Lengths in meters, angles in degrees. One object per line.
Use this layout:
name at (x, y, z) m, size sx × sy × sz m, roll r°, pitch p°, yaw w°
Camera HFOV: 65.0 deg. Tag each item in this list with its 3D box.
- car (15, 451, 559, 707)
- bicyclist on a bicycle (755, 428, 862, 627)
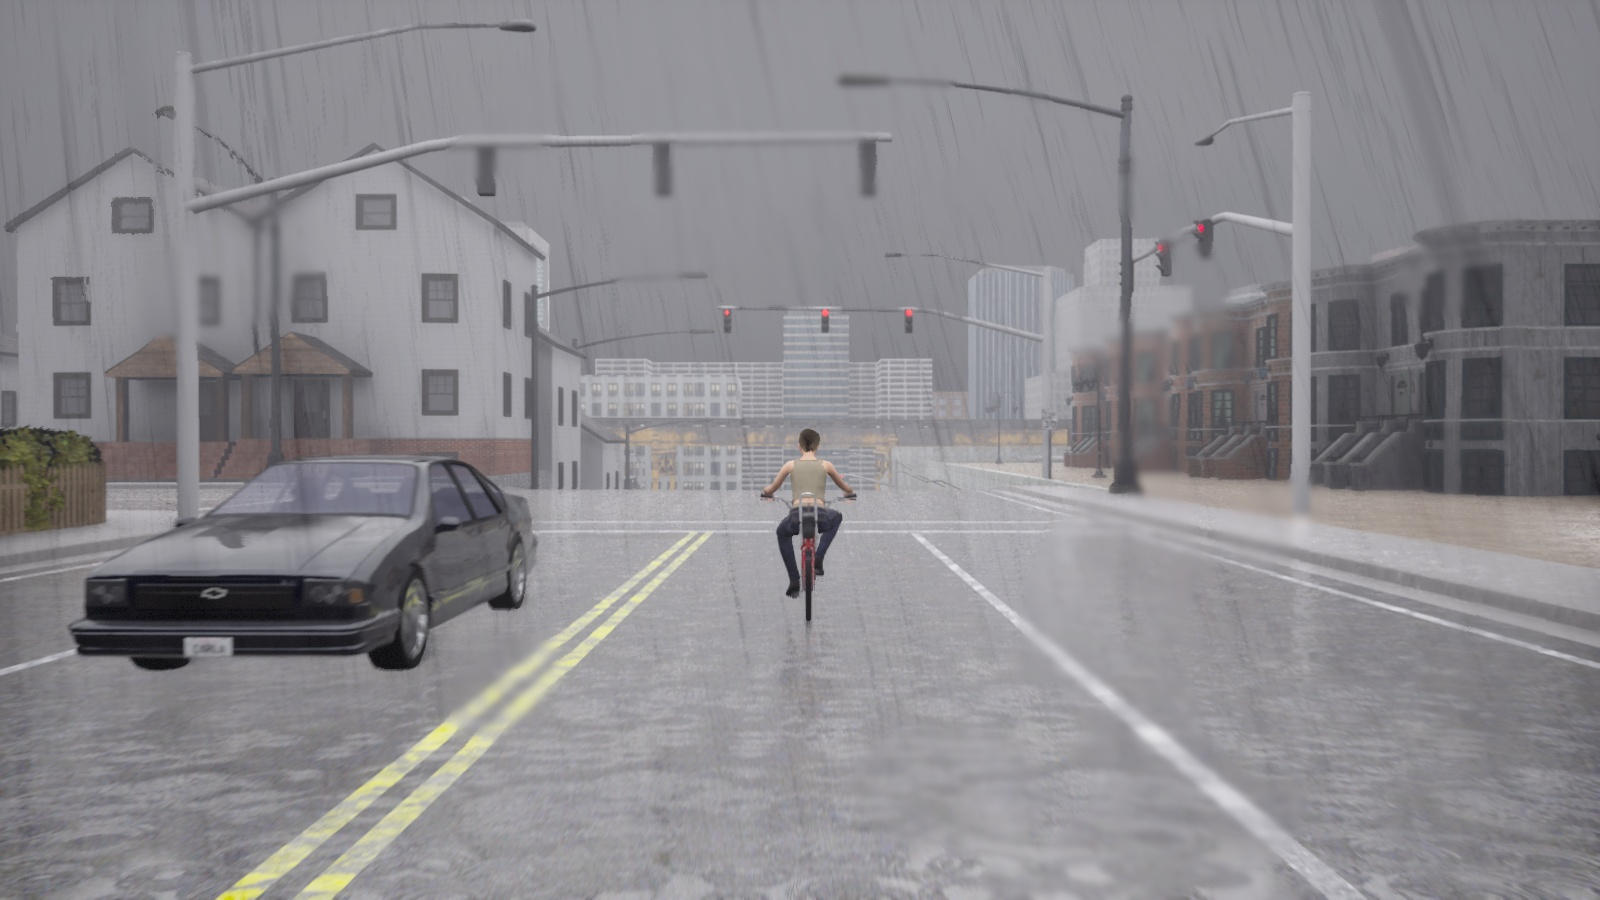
car at (-3.432, 0.736, 9.811) m, size 2.033 × 1.411 × 5.357 m, roll 0°, pitch 0°, yaw 0°
bicyclist on a bicycle at (0.074, 0.622, 10.928) m, size 0.866 × 1.612 × 1.509 m, roll 0°, pitch 0°, yaw 0°
